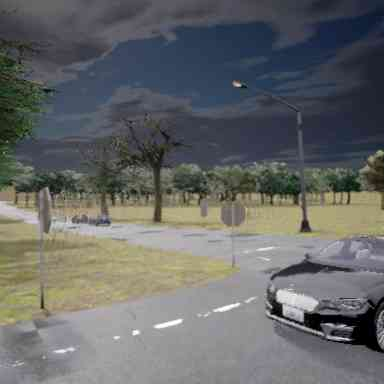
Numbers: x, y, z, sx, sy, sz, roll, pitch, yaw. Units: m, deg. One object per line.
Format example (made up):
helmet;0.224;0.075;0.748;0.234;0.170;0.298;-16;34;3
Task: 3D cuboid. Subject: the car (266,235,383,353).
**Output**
car;3.512;1.630;6.406;4.902;1.511;2.128;2;-2;-35

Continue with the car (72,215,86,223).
car;-19.719;4.727;58.814;1.812;1.442;4.674;-1;-2;-34

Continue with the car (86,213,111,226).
car;-14.070;4.134;50.605;2.097;1.767;4.553;-1;-2;-34
